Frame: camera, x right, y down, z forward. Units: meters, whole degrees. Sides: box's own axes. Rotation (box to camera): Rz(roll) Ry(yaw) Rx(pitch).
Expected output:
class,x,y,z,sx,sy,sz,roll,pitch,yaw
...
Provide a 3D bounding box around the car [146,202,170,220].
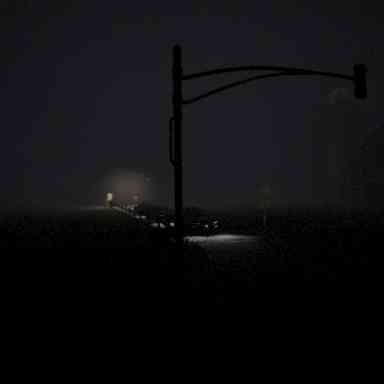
class,x,y,z,sx,sy,sz,roll,pitch,yaw
car,-2.713,2.007,31.592,2.033,1.411,5.357,0,-1,-17

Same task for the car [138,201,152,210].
class,x,y,z,sx,sy,sz,roll,pitch,yaw
car,-8.661,2.353,60.602,1.837,1.490,4.892,0,-1,-17

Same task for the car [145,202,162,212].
class,x,y,z,sx,sy,sz,roll,pitch,yaw
car,-6.204,2.336,52.671,1.895,1.301,4.718,0,-1,-17

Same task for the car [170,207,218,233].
class,x,y,z,sx,sy,sz,roll,pitch,yaw
car,0.164,1.826,22.240,1.837,1.490,4.892,0,-1,-17

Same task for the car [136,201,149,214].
class,x,y,z,sx,sy,sz,roll,pitch,yaw
car,-5.824,2.156,41.725,2.033,1.411,5.357,0,-1,-17
